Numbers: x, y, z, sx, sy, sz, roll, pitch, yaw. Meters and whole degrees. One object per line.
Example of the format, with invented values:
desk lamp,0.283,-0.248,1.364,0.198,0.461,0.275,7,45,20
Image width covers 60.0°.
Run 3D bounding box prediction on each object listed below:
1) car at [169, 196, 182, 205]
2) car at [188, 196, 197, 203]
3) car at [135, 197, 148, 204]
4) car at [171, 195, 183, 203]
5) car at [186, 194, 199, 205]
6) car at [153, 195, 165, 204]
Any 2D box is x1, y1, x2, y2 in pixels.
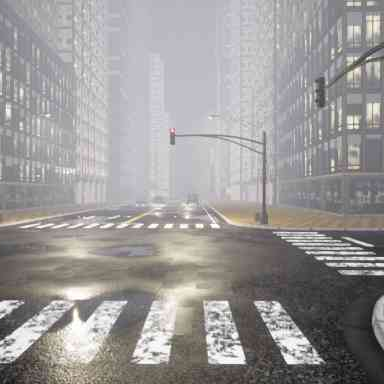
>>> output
car,-3.136,1.702,60.233,1.895,1.301,4.718,0,0,0
car,0.134,1.541,70.616,1.994,1.385,4.181,0,0,0
car,-9.628,1.664,64.384,2.033,1.411,5.357,0,0,0
car,-3.117,1.495,70.205,2.128,1.511,4.902,0,0,0
car,0.115,1.323,60.229,2.150,2.045,5.566,0,0,0
car,-6.378,1.468,64.409,2.097,1.767,4.553,0,0,0
